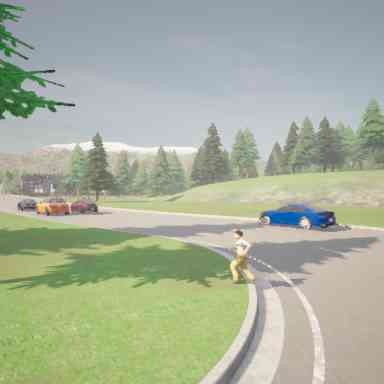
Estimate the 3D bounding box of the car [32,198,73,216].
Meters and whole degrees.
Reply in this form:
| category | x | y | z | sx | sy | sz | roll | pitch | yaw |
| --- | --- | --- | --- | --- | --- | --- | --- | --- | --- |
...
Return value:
| category | x | y | z | sx | sy | sz | roll | pitch | yaw |
| --- | --- | --- | --- | --- | --- | --- | --- | --- | --- |
| car | -13.891 | 1.352 | 32.979 | 2.097 | 1.767 | 4.553 | 0 | 0 | -40 |

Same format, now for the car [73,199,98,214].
| category | x | y | z | sx | sy | sz | roll | pitch | yaw |
| --- | --- | --- | --- | --- | --- | --- | --- | --- | --- |
| car | -11.629 | 1.526 | 35.661 | 1.812 | 1.442 | 4.674 | 0 | 0 | -40 |

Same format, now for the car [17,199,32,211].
| category | x | y | z | sx | sy | sz | roll | pitch | yaw |
| --- | --- | --- | --- | --- | --- | --- | --- | --- | --- |
| car | -19.924 | 1.547 | 40.348 | 2.033 | 1.411 | 5.357 | 0 | 0 | -34 |

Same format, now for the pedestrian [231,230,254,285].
| category | x | y | z | sx | sy | sz | roll | pitch | yaw |
| --- | --- | --- | --- | --- | --- | --- | --- | --- | --- |
| pedestrian | 1.140 | 1.421 | 7.518 | 0.375 | 1.300 | 0.375 | 0 | 0 | 6 |

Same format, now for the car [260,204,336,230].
| category | x | y | z | sx | sy | sz | roll | pitch | yaw |
| --- | --- | --- | --- | --- | --- | --- | --- | --- | --- |
| car | 6.580 | 1.477 | 21.271 | 1.882 | 1.535 | 5.008 | 1 | 0 | -36 |
